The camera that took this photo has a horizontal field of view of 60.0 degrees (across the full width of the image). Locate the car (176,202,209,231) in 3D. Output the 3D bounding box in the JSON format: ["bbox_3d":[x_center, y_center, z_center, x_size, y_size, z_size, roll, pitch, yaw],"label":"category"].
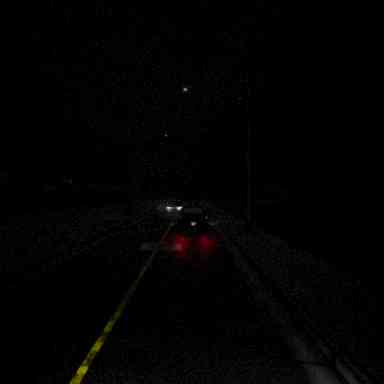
[{"bbox_3d":[0.074,1.545,20.470,1.812,1.442,4.674,0,0,0],"label":"car"}]

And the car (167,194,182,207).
[{"bbox_3d":[-2.878,1.338,54.721,2.150,2.045,5.566,0,0,0],"label":"car"}]

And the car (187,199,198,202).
[{"bbox_3d":[0.050,1.605,41.786,2.033,1.411,5.357,0,0,0],"label":"car"}]
